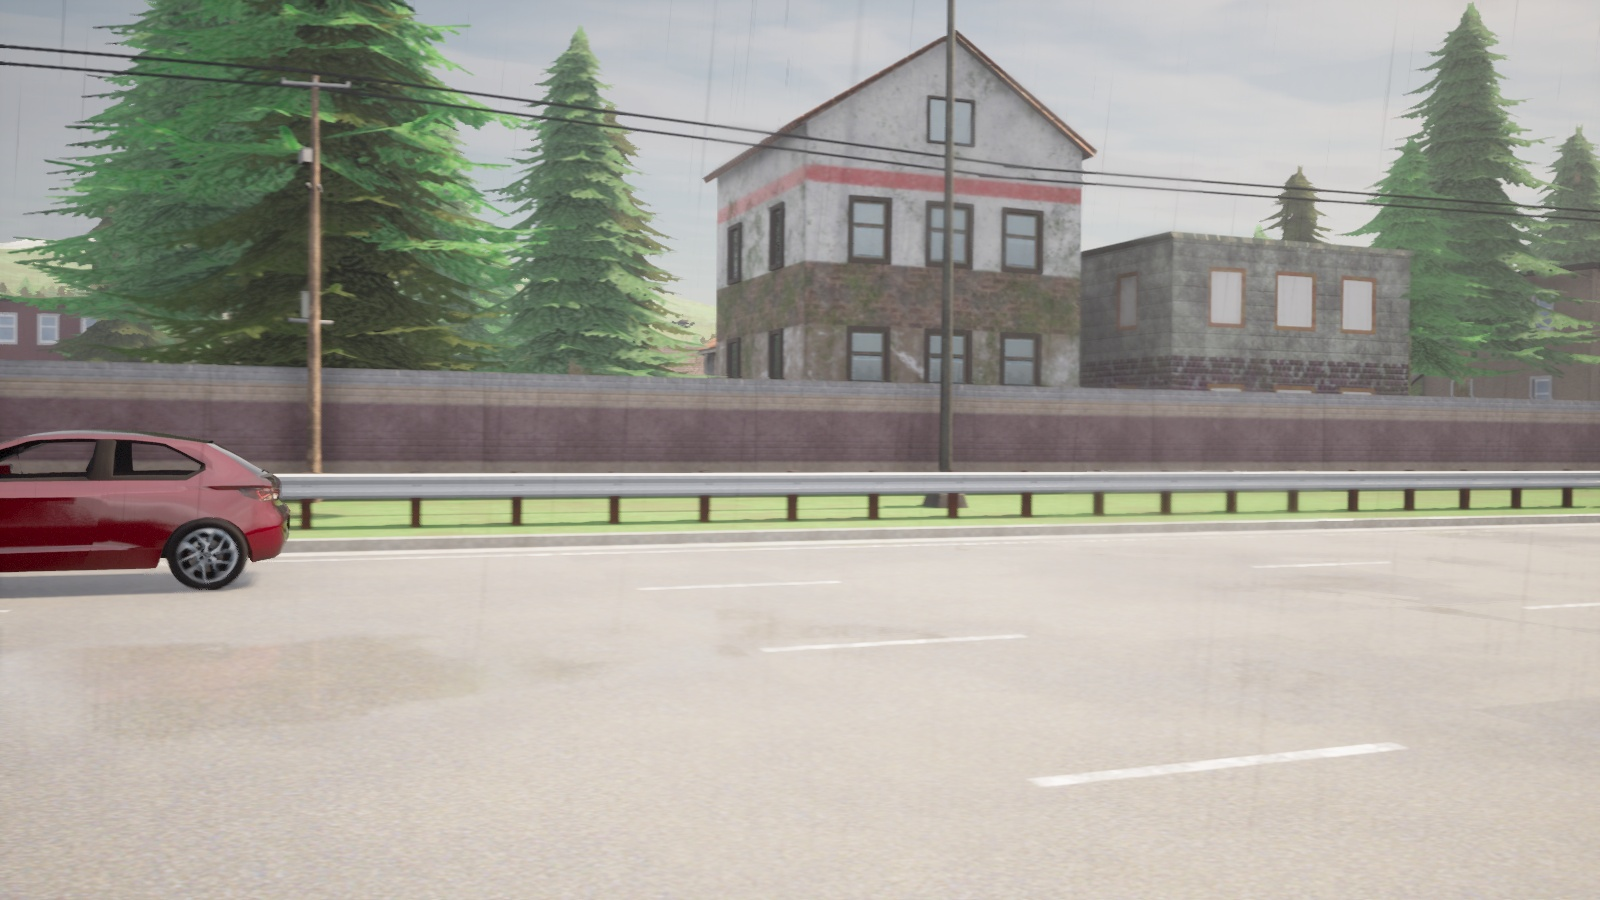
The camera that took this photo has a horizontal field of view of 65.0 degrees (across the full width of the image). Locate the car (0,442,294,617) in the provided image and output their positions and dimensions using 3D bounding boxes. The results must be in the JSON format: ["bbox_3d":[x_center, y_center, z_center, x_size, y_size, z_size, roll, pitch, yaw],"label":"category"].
[{"bbox_3d":[-7.048,0.696,11.794,4.193,1.474,1.816,-1,1,-21],"label":"car"}]
